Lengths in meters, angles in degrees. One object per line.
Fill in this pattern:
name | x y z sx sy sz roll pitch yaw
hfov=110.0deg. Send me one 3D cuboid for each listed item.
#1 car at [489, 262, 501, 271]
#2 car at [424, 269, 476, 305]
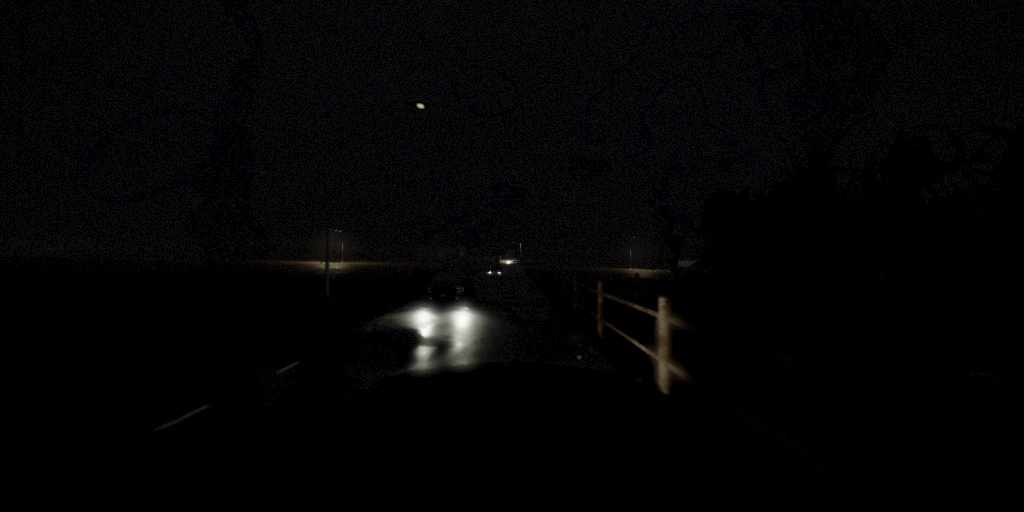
car | -2.782 1.716 59.394 1.882 1.535 5.008 0 0 1
car | -2.846 1.389 17.348 1.882 1.535 5.008 0 -1 0
